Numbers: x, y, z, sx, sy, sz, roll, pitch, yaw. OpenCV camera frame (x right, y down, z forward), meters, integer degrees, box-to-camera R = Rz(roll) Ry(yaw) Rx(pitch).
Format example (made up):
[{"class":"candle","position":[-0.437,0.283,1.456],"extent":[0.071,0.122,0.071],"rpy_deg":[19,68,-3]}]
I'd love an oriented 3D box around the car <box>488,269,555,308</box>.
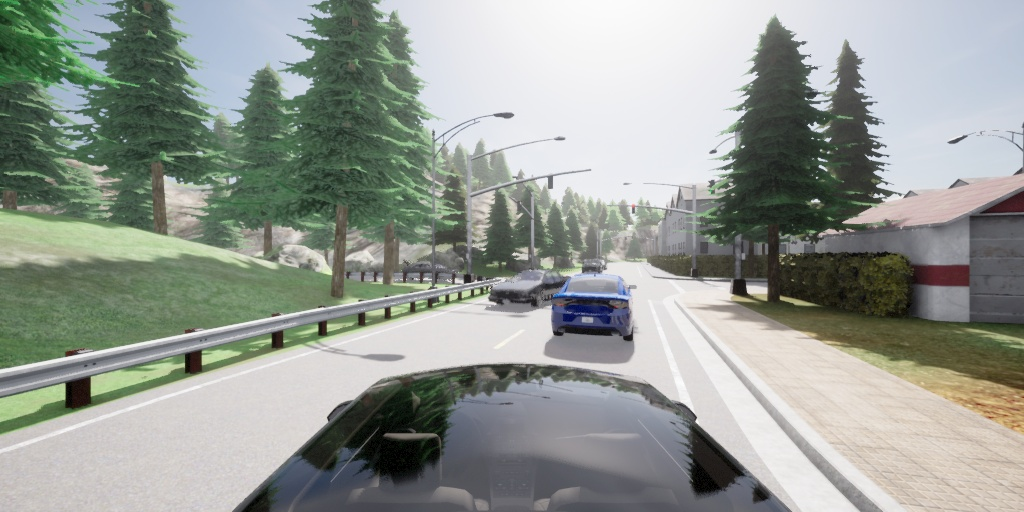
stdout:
[{"class":"car","position":[1.071,1.297,15.631],"extent":[2.033,1.411,5.357],"rpy_deg":[0,0,29]}]

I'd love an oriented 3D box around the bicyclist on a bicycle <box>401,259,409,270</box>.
[{"class":"bicyclist on a bicycle","position":[-11.291,1.167,38.122],"extent":[0.582,1.620,1.656],"rpy_deg":[-2,5,18]}]

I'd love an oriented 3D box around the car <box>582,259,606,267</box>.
[{"class":"car","position":[9.614,1.102,42.821],"extent":[2.097,1.767,4.553],"rpy_deg":[0,0,19]}]

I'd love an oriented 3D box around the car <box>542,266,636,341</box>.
[{"class":"car","position":[2.412,1.228,10.092],"extent":[1.882,1.535,5.008],"rpy_deg":[0,0,18]}]

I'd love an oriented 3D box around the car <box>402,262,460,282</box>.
[{"class":"car","position":[-6.565,1.257,29.124],"extent":[4.902,1.511,2.128],"rpy_deg":[0,0,18]}]
